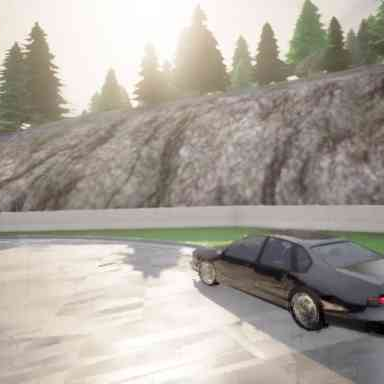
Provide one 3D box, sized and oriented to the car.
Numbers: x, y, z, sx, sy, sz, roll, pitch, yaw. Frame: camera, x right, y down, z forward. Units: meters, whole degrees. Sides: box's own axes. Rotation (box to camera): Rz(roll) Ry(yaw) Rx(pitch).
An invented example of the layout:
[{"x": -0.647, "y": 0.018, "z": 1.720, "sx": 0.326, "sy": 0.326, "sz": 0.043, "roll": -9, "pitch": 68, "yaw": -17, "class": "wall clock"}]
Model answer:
[{"x": 1.900, "y": 1.478, "z": 6.794, "sx": 2.033, "sy": 1.411, "sz": 5.357, "roll": -2, "pitch": 0, "yaw": -28, "class": "car"}]
